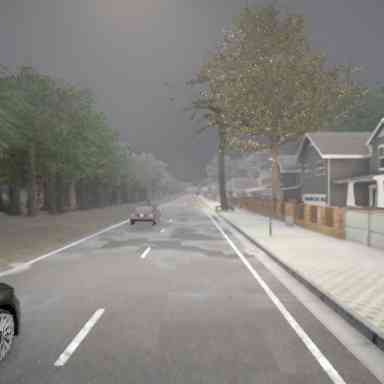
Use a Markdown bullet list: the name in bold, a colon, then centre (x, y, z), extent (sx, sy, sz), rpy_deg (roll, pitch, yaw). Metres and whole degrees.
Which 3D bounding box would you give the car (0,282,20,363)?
- **car**: centre (-3.398, 1.502, 2.879), extent (2.128, 1.511, 4.902), rpy_deg (0, 0, 0)

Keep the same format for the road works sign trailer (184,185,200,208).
- **road works sign trailer**: centre (0.022, 0.697, 53.647), extent (2.380, 3.560, 2.880), rpy_deg (0, 0, 0)

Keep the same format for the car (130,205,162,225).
- **car**: centre (-3.389, 1.641, 24.932), extent (2.033, 1.411, 5.357), rpy_deg (0, 0, 0)
